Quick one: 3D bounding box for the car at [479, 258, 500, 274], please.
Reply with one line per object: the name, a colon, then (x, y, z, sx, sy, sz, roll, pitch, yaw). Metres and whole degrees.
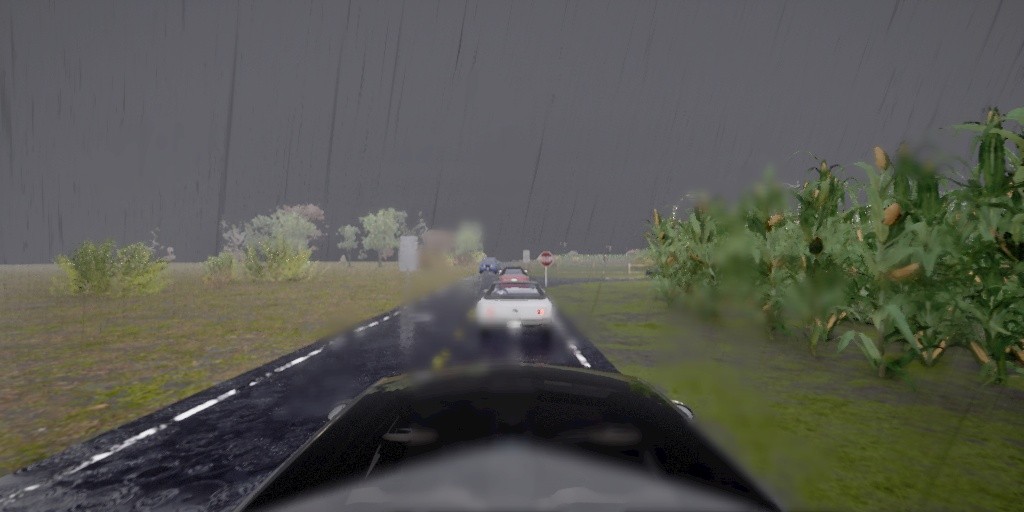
car: (-2.981, 1.221, 46.058, 2.150, 2.045, 5.566, 0, 0, -1)

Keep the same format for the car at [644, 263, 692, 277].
car: (14.757, 1.264, 32.955, 5.008, 1.535, 1.882, -1, -1, -1)

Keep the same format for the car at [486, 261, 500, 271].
car: (-3.114, 1.577, 59.239, 2.128, 1.511, 4.902, 0, 0, 0)

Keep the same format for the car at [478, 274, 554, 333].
car: (0.099, 1.399, 10.899, 1.895, 1.301, 4.718, 0, 0, 0)

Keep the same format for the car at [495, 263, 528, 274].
car: (0.093, 1.416, 23.766, 1.994, 1.385, 4.181, 0, 0, 0)
